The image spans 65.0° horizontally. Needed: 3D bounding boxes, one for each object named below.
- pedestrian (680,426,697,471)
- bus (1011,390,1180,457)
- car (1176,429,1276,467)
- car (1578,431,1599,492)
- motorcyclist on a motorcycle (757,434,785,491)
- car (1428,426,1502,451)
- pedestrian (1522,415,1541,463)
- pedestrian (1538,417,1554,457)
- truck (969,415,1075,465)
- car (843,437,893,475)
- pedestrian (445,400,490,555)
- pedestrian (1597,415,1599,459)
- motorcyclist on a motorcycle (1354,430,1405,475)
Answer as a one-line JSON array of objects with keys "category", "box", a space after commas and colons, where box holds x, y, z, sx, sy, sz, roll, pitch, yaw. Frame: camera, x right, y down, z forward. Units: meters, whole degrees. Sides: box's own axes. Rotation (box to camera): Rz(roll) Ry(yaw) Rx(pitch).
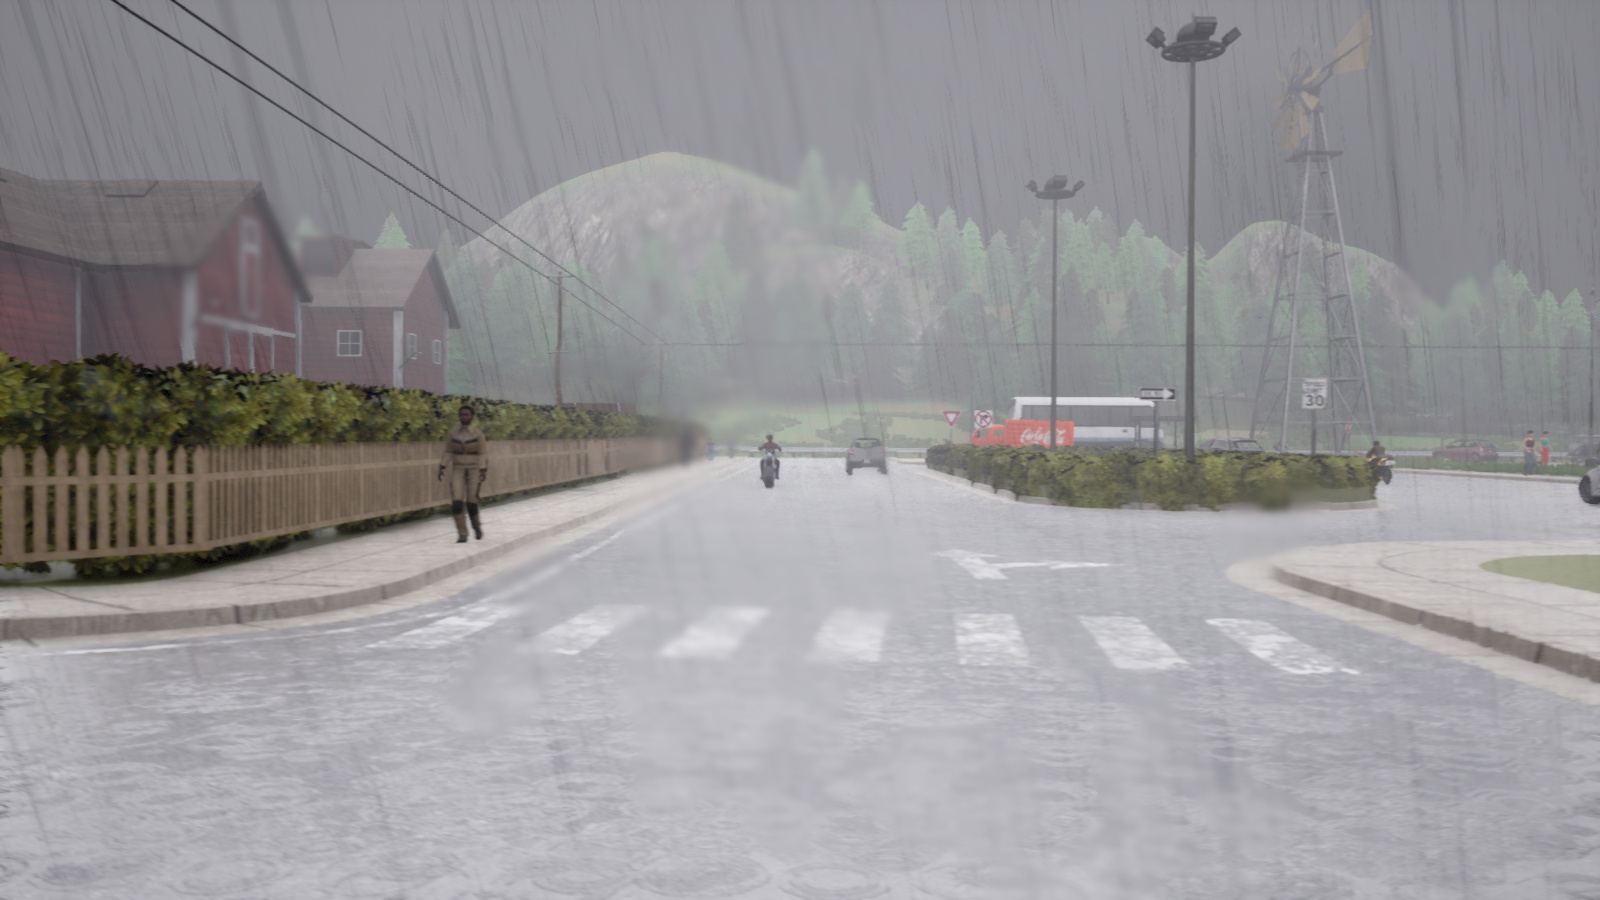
[{"category": "pedestrian", "box": [-4.709, -0.069, 52.920, 0.634, 1.844, 0.899, -1, 1, -1]}, {"category": "bus", "box": [19.553, -1.736, 83.672, 10.273, 4.253, 3.944, -1, 1, 1]}, {"category": "car", "box": [19.332, -0.131, 57.219, 2.033, 1.649, 4.856, -1, 1, -13]}, {"category": "car", "box": [19.632, 0.275, 28.887, 1.812, 1.442, 4.674, 0, 1, 17]}, {"category": "motorcyclist on a motorcycle", "box": [-0.852, 0.350, 37.571, 0.766, 1.649, 2.350, -1, 1, 0]}, {"category": "car", "box": [44.059, -0.753, 83.284, 1.851, 1.617, 3.988, -1, 1, -26]}, {"category": "pedestrian", "box": [28.544, -0.431, 49.008, 0.345, 1.836, 0.594, -1, 1, -3]}, {"category": "pedestrian", "box": [34.251, -0.593, 57.668, 0.345, 1.836, 0.594, -1, 1, -1]}, {"category": "truck", "box": [11.307, -0.518, 64.221, 5.204, 2.467, 2.627, 0, 1, 8]}, {"category": "car", "box": [2.748, 0.219, 51.156, 1.845, 1.501, 3.633, -1, 1, 0]}, {"category": "pedestrian", "box": [-4.233, 0.336, 16.025, 0.396, 1.930, 0.692, -1, 1, -3]}, {"category": "pedestrian", "box": [33.840, -0.531, 52.566, 0.431, 1.840, 0.709, -1, 1, -4]}, {"category": "motorcyclist on a motorcycle", "box": [19.989, 0.066, 43.347, 0.797, 1.523, 2.044, -1, 1, 0]}]
